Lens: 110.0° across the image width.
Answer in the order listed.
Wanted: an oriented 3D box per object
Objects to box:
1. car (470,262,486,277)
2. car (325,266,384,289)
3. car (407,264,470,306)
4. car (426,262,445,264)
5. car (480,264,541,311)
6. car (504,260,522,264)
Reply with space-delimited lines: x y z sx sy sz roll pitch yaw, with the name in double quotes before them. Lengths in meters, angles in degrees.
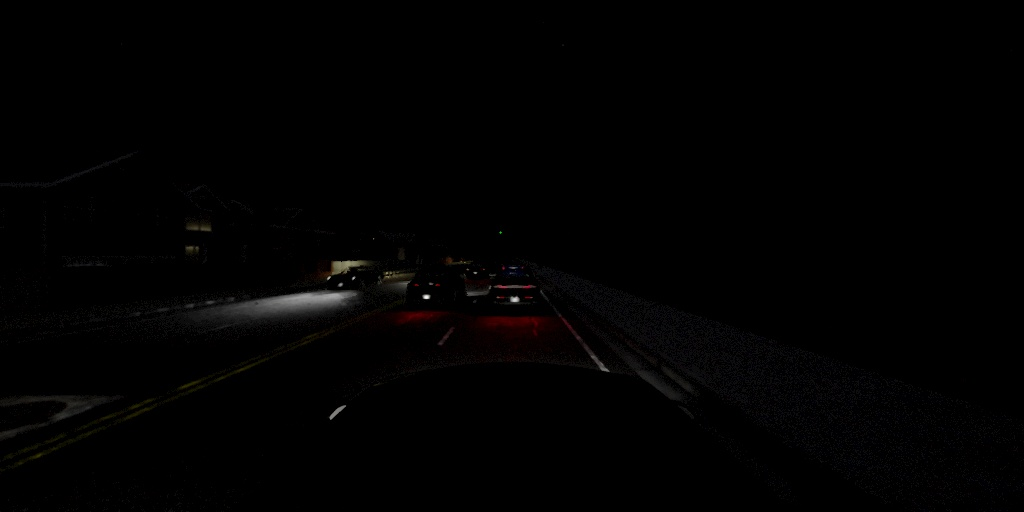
"car" -3.160 1.272 33.170 1.812 1.442 4.674 0 0 0
"car" -9.859 1.348 22.849 1.895 1.301 4.718 0 0 0
"car" -3.153 1.254 15.635 1.837 1.490 4.892 0 0 0
"car" -6.608 1.253 30.627 1.837 1.490 4.892 0 0 0
"car" 0.096 1.241 14.318 2.128 1.511 4.902 0 0 0
"car" 0.090 1.099 31.465 2.097 1.767 4.553 0 0 0
